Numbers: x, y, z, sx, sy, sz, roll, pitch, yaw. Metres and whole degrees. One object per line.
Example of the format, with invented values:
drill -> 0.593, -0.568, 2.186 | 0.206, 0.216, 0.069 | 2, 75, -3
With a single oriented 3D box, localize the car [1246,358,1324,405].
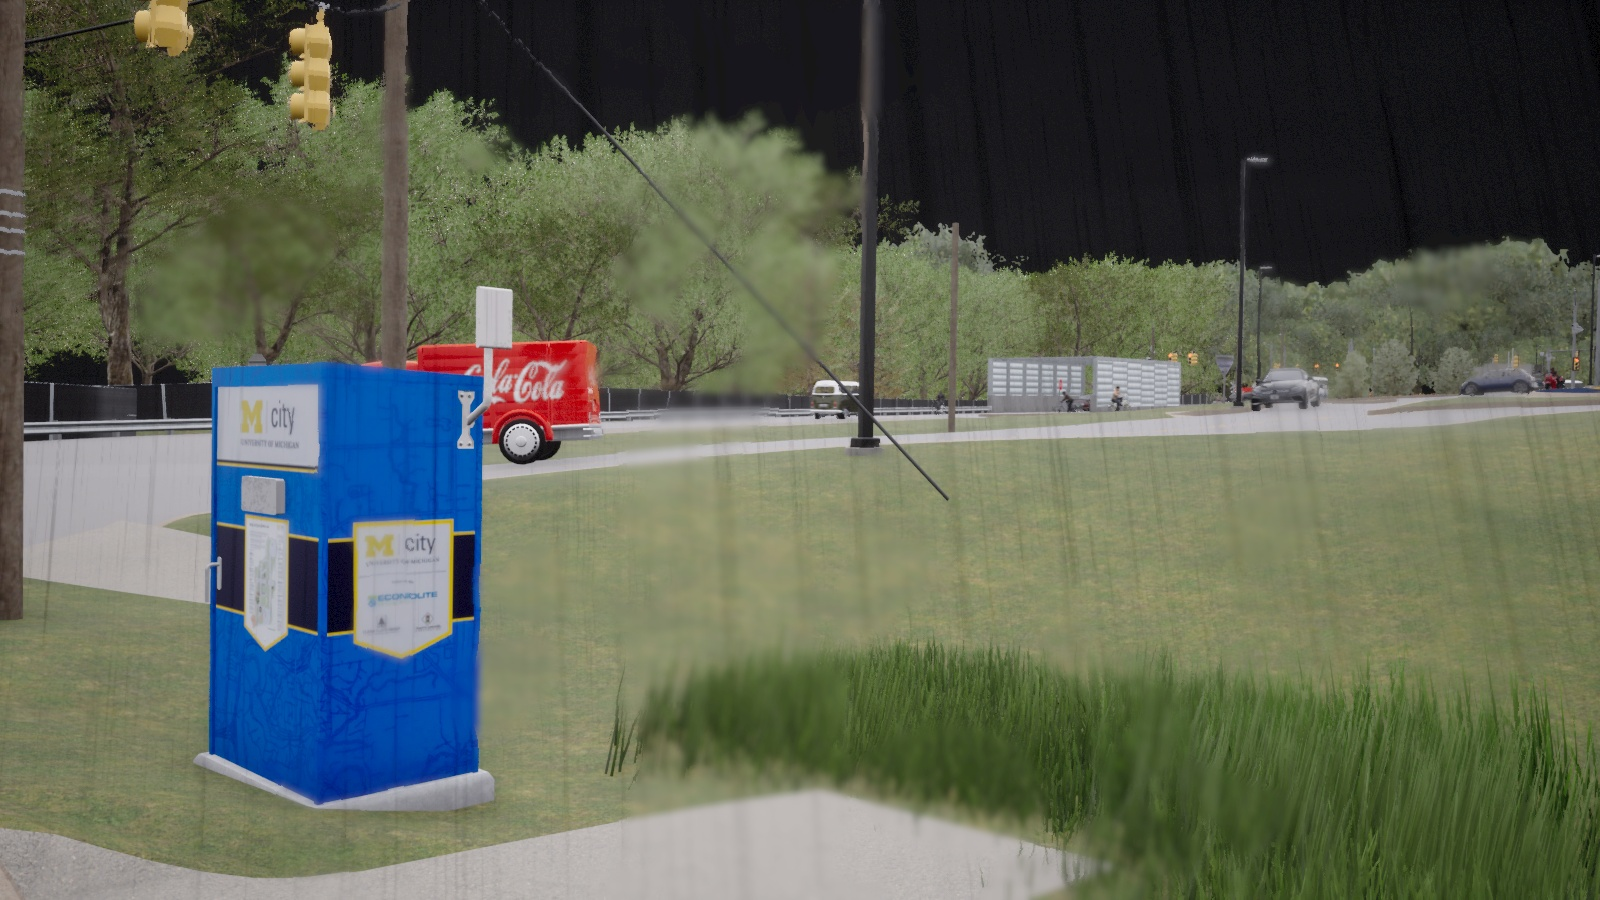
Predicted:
car -> 17.167, -2.446, 44.281 | 1.812, 1.442, 4.674 | -2, 3, 30

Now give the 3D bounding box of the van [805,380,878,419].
van -> 2.272, -2.708, 67.093 | 2.069, 2.038, 4.480 | 1, 3, 29

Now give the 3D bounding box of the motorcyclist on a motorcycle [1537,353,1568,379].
motorcyclist on a motorcycle -> 46.703, -5.207, 77.920 | 2.044, 1.523, 0.797 | -5, 4, -34

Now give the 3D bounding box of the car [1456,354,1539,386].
car -> 40.410, -4.623, 72.779 | 3.806, 1.475, 1.970 | -3, 1, 40

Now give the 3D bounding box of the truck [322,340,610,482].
truck -> -6.766, -0.800, 26.066 | 5.204, 2.467, 2.627 | -4, 1, -3
